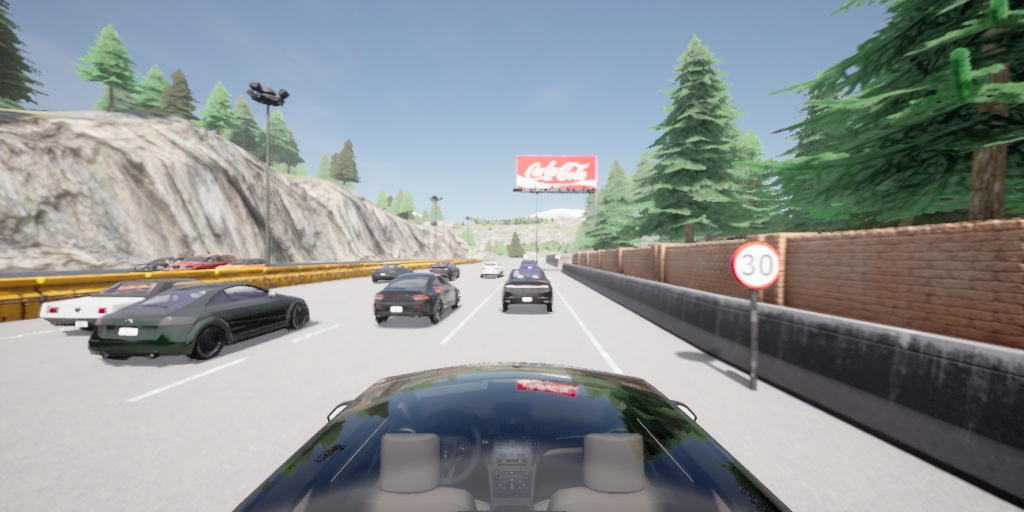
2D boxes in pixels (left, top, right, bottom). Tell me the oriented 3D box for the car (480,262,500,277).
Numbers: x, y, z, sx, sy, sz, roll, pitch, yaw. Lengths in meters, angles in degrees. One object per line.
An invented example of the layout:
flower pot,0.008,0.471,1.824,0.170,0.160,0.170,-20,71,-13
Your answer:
car,-1.886,1.272,34.452,1.812,1.442,4.674,0,0,3

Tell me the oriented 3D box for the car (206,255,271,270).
car,-23.175,1.027,31.013,2.097,1.767,4.553,0,0,3

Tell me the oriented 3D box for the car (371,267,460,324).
car,-2.997,1.267,11.915,1.812,1.442,4.674,0,0,3

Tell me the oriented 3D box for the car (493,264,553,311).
car,0.623,1.245,14.453,2.128,1.511,4.902,0,0,3

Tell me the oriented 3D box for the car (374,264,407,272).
car,-9.216,1.286,27.886,1.994,1.385,4.181,0,0,3

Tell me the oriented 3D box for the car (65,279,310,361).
car,-6.640,1.293,8.274,1.994,1.385,4.181,0,0,2

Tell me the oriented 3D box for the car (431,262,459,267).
car,-5.602,1.225,30.035,2.128,1.511,4.902,0,0,3

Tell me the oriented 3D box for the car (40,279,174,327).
car,-10.073,1.319,10.693,1.895,1.301,4.718,0,0,2

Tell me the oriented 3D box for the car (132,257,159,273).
car,-30.158,0.769,31.478,1.837,1.490,4.892,0,0,3

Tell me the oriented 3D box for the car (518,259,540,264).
car,1.698,1.111,35.728,2.097,1.767,4.553,0,0,3

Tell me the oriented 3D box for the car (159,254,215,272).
car,-26.664,0.882,31.267,2.150,2.045,5.566,0,0,3
